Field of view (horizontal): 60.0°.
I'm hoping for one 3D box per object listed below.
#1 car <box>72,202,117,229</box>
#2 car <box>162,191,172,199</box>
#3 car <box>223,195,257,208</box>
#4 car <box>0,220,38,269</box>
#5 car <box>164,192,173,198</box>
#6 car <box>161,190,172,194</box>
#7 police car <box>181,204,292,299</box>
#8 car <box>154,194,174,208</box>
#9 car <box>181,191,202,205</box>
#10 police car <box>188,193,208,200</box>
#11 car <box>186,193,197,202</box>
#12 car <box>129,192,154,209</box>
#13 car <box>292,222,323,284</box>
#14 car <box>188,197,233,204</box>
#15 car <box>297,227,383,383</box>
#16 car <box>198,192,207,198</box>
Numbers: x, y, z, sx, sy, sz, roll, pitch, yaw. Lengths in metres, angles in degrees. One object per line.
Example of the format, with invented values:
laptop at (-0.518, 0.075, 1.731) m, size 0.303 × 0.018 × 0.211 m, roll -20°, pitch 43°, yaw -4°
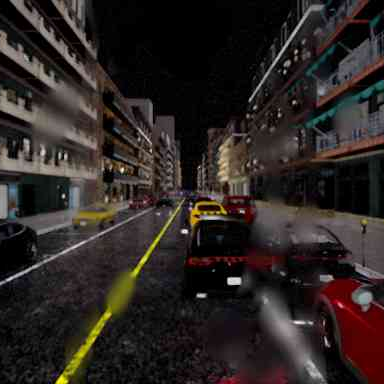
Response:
car at (-5.721, 1.319, 19.918) m, size 1.752 × 1.417 × 4.829 m, roll 0°, pitch 1°, yaw 0°
car at (-5.813, 0.636, 76.448) m, size 1.967 × 1.590 × 4.097 m, roll 0°, pitch 1°, yaw 0°
car at (2.661, 1.107, 20.097) m, size 2.192 × 1.841 × 5.009 m, roll 0°, pitch 1°, yaw 0°
car at (-5.703, 1.474, 8.816) m, size 1.947 × 1.339 × 4.313 m, roll 0°, pitch 1°, yaw 0°
car at (-5.822, 0.681, 82.086) m, size 1.887 × 1.381 × 4.507 m, roll 0°, pitch 1°, yaw 0°
car at (-5.803, 0.572, 70.812) m, size 2.192 × 1.841 × 5.009 m, roll 0°, pitch 1°, yaw 0°
police car at (0.750, 1.336, 8.435) m, size 1.930 × 1.638 × 5.238 m, roll 0°, pitch 1°, yaw 0°
car at (-3.161, 1.191, 39.283) m, size 1.895 × 1.301 × 4.718 m, roll 0°, pitch 1°, yaw 0°
car at (-0.059, 1.019, 45.362) m, size 2.128 × 1.511 × 4.902 m, roll 0°, pitch 1°, yaw 0°
police car at (0.861, 1.172, 24.428) m, size 1.930 × 1.638 × 5.238 m, roll 0°, pitch 1°, yaw 0°
car at (-0.096, 0.948, 58.868) m, size 1.994 × 1.385 × 4.181 m, roll 0°, pitch 1°, yaw 0°
car at (-5.749, 1.055, 36.997) m, size 1.967 × 1.590 × 4.097 m, roll 0°, pitch 1°, yaw 0°
car at (2.679, 1.459, 8.826) m, size 2.008 × 1.369 × 4.403 m, roll 0°, pitch 1°, yaw 0°
car at (0.871, 1.288, 18.319) m, size 1.882 × 1.535 × 5.008 m, roll 0°, pitch 1°, yaw 0°
car at (2.688, 1.406, 3.190) m, size 1.967 × 1.590 × 4.097 m, roll 0°, pitch 1°, yaw 0°
car at (2.558, 0.681, 82.095) m, size 1.887 × 1.381 × 4.507 m, roll 0°, pitch 1°, yaw 0°
